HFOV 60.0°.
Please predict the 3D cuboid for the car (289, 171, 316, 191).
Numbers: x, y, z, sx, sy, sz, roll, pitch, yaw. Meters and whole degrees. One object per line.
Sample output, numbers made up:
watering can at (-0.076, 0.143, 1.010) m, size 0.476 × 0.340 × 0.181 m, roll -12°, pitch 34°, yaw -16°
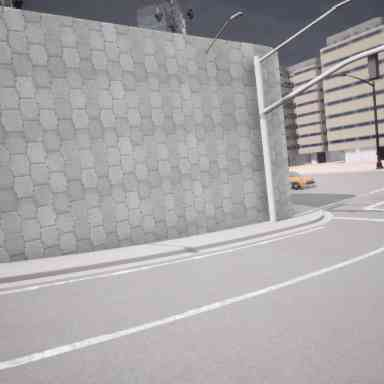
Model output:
car at (9.187, -1.142, 31.184) m, size 2.097 × 1.767 × 4.553 m, roll -10°, pitch 6°, yaw -35°
